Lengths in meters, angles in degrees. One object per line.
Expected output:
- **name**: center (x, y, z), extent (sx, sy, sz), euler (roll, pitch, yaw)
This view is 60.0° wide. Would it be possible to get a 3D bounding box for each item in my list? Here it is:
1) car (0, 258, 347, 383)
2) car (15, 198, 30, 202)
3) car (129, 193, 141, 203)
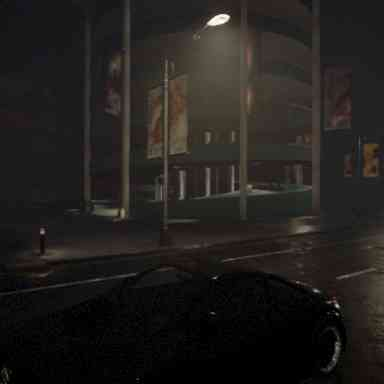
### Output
- **car**: center (-0.005, 1.578, 4.012), extent (4.181, 1.385, 1.994), euler (0, 0, -36)
- **car**: center (-26.224, 1.522, 51.926), extent (1.895, 1.301, 4.718), euler (0, 0, -36)
- **car**: center (-11.706, 1.201, 63.424), extent (2.435, 2.045, 5.566), euler (0, 0, -36)
